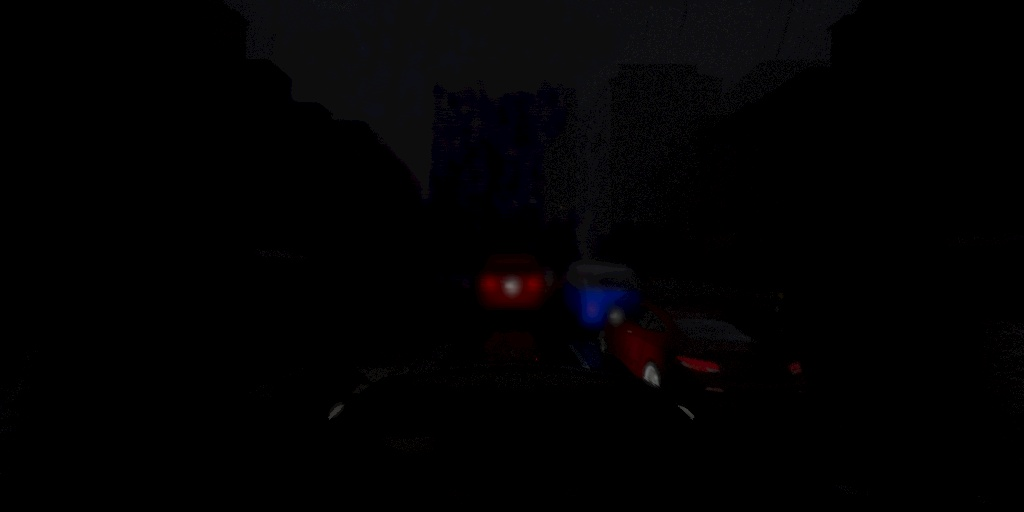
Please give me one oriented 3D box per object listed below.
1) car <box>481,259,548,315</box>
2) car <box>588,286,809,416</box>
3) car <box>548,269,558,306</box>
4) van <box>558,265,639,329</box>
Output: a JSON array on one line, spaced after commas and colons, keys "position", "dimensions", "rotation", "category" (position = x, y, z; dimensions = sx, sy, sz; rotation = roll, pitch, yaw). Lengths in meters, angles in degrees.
[{"position": [0.018, 1.122, 14.458], "dimensions": [2.150, 2.045, 5.566], "rotation": [0, 0, 0], "category": "car"}, {"position": [2.642, 1.378, 5.878], "dimensions": [1.802, 1.307, 4.207], "rotation": [0, 0, 0], "category": "car"}, {"position": [2.650, 1.470, 16.752], "dimensions": [1.888, 1.381, 4.507], "rotation": [0, 0, 0], "category": "car"}, {"position": [2.646, 1.200, 11.315], "dimensions": [1.690, 1.789, 3.998], "rotation": [0, 0, 0], "category": "van"}]
